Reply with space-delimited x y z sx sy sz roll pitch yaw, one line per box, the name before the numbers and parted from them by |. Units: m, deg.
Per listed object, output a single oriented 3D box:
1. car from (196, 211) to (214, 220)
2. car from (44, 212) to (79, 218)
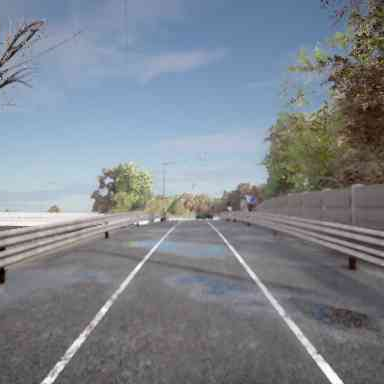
car | 3.119 5.766 80.744 2.150 2.045 5.566 -3 -5 34
car | -21.219 4.024 54.397 5.357 1.411 2.033 4 -6 -40
